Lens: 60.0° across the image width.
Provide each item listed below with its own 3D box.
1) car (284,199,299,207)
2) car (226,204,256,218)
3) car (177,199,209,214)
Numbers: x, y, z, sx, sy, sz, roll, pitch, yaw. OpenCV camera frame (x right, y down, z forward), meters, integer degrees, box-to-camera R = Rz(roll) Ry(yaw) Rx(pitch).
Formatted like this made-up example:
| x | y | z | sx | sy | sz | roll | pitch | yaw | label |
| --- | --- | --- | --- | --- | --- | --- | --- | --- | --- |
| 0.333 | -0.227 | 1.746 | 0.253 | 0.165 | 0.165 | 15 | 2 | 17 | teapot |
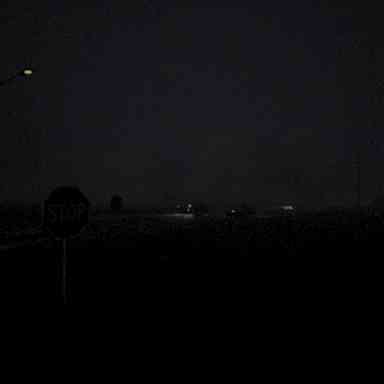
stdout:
| x | y | z | sx | sy | sz | roll | pitch | yaw | label |
| --- | --- | --- | --- | --- | --- | --- | --- | --- | --- |
| 21.174 | 2.344 | 70.608 | 2.128 | 1.511 | 4.902 | 1 | 0 | 36 | car |
| 5.551 | 2.036 | 36.934 | 1.994 | 1.385 | 4.181 | 1 | 0 | 36 | car |
| 0.134 | 1.700 | 41.388 | 2.097 | 1.767 | 4.553 | 1 | -1 | 36 | car |
